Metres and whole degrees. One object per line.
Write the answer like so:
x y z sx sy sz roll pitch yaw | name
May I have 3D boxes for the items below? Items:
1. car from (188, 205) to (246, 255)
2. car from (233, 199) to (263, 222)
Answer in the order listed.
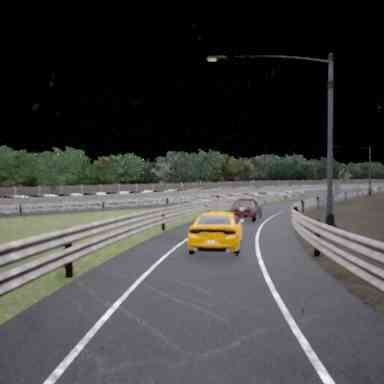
1.105 1.555 13.821 1.882 1.535 5.008 0 0 10 | car
4.500 1.340 27.193 2.097 1.767 4.553 1 1 20 | car
